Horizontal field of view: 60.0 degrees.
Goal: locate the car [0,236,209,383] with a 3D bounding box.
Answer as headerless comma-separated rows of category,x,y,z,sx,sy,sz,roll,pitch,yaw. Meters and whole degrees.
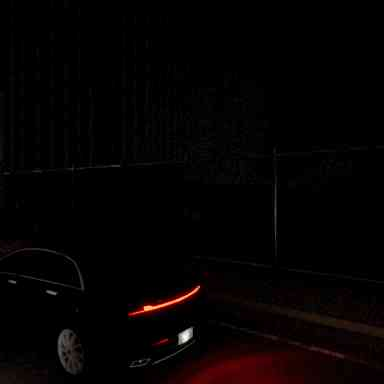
car,-2.041,1.505,5.474,4.892,1.490,1.837,0,0,36
